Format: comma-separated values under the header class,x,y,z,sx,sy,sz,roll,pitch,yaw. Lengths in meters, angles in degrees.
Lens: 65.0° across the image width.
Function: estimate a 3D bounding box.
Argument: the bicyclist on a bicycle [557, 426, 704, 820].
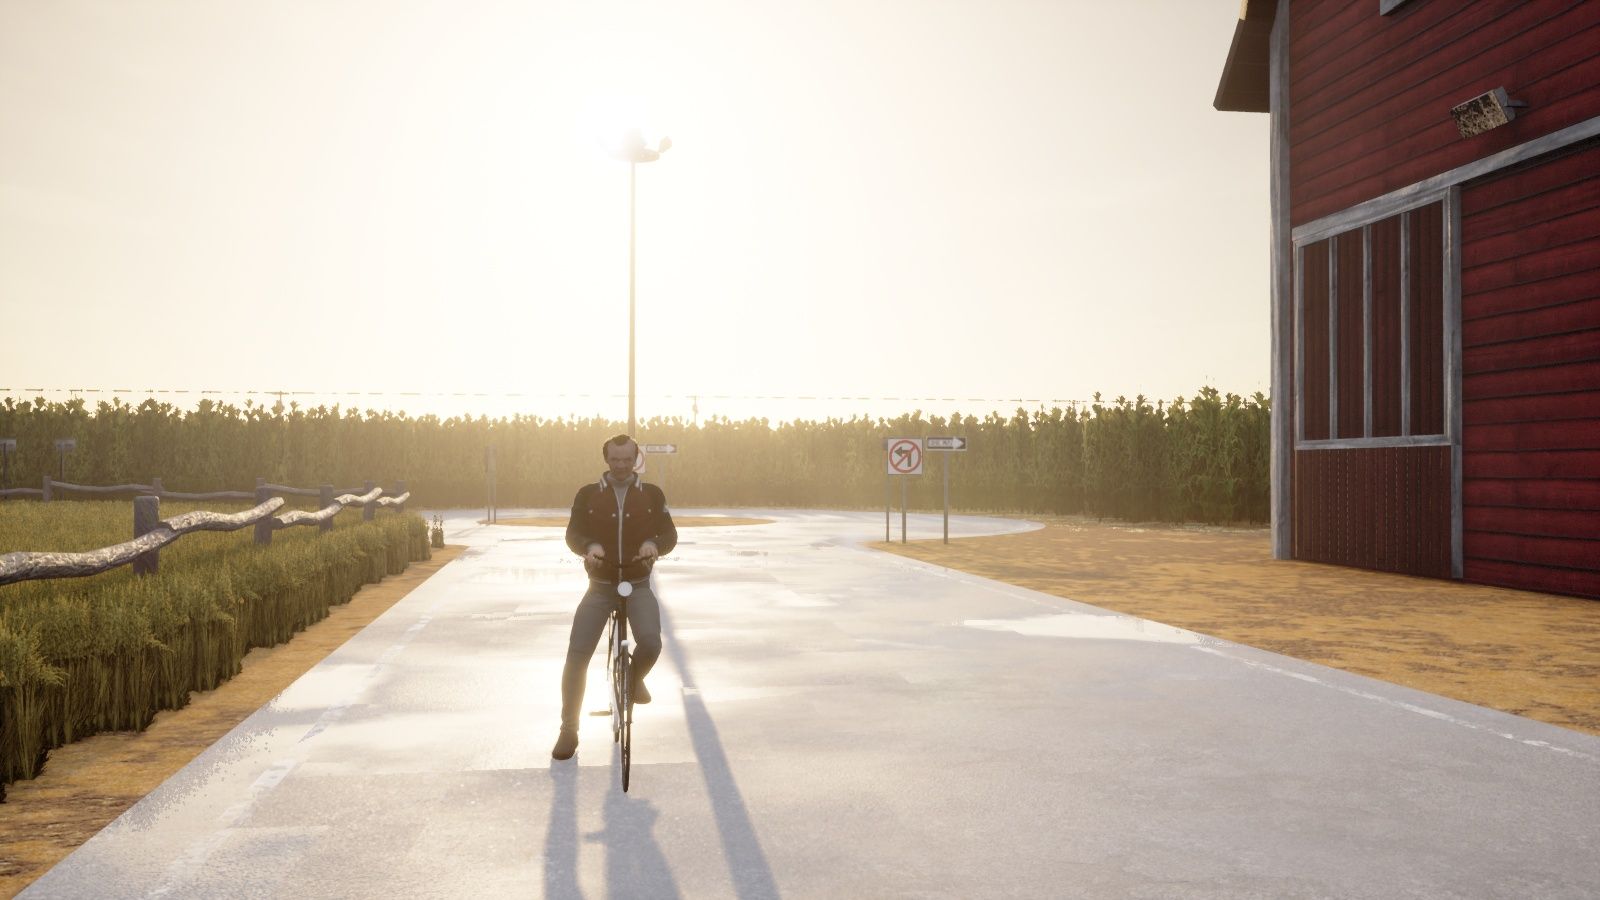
class,x,y,z,sx,sy,sz,roll,pitch,yaw
bicyclist on a bicycle,-0.938,0.800,6.645,0.659,1.776,1.843,0,-1,-10
